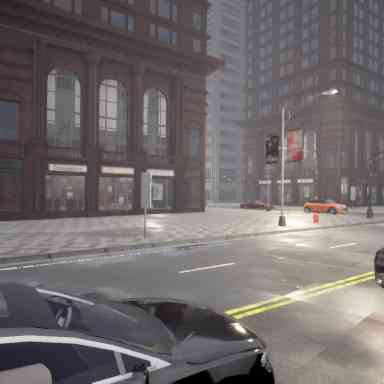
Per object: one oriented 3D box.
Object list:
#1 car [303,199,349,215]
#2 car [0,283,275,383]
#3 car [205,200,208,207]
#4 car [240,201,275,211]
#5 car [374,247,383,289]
[{"bbox_3d":[14.380,1.523,35.802,2.097,1.767,4.553,1,-1,-35],"label":"car"},{"bbox_3d":[-1.456,1.492,2.400,4.902,1.511,2.128,0,0,-35],"label":"car"},{"bbox_3d":[0.321,1.504,55.625,2.150,2.045,5.566,1,-1,-36],"label":"car"},{"bbox_3d":[8.601,1.818,43.934,1.895,1.301,4.718,1,-1,-35],"label":"car"},{"bbox_3d":[6.162,1.516,7.819,4.892,1.490,1.837,0,0,-35],"label":"car"}]
